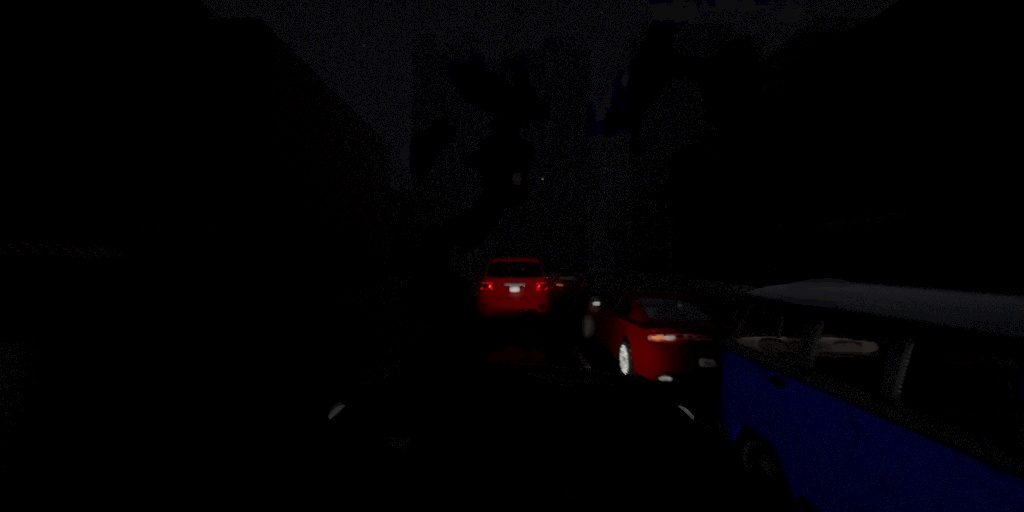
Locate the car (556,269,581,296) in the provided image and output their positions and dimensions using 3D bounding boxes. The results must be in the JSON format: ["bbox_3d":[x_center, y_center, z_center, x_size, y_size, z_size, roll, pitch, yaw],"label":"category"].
[{"bbox_3d":[2.662,1.433,17.970,1.802,1.307,4.207,0,0,0],"label":"car"}]

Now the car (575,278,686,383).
[{"bbox_3d":[2.647,1.326,7.095,1.888,1.381,4.507,0,0,0],"label":"car"}]

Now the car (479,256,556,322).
[{"bbox_3d":[0.093,1.038,12.699,2.150,2.045,5.566,0,0,0],"label":"car"}]

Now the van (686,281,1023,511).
[{"bbox_3d":[2.639,1.091,1.657,1.690,1.789,3.998,0,0,0],"label":"van"}]
